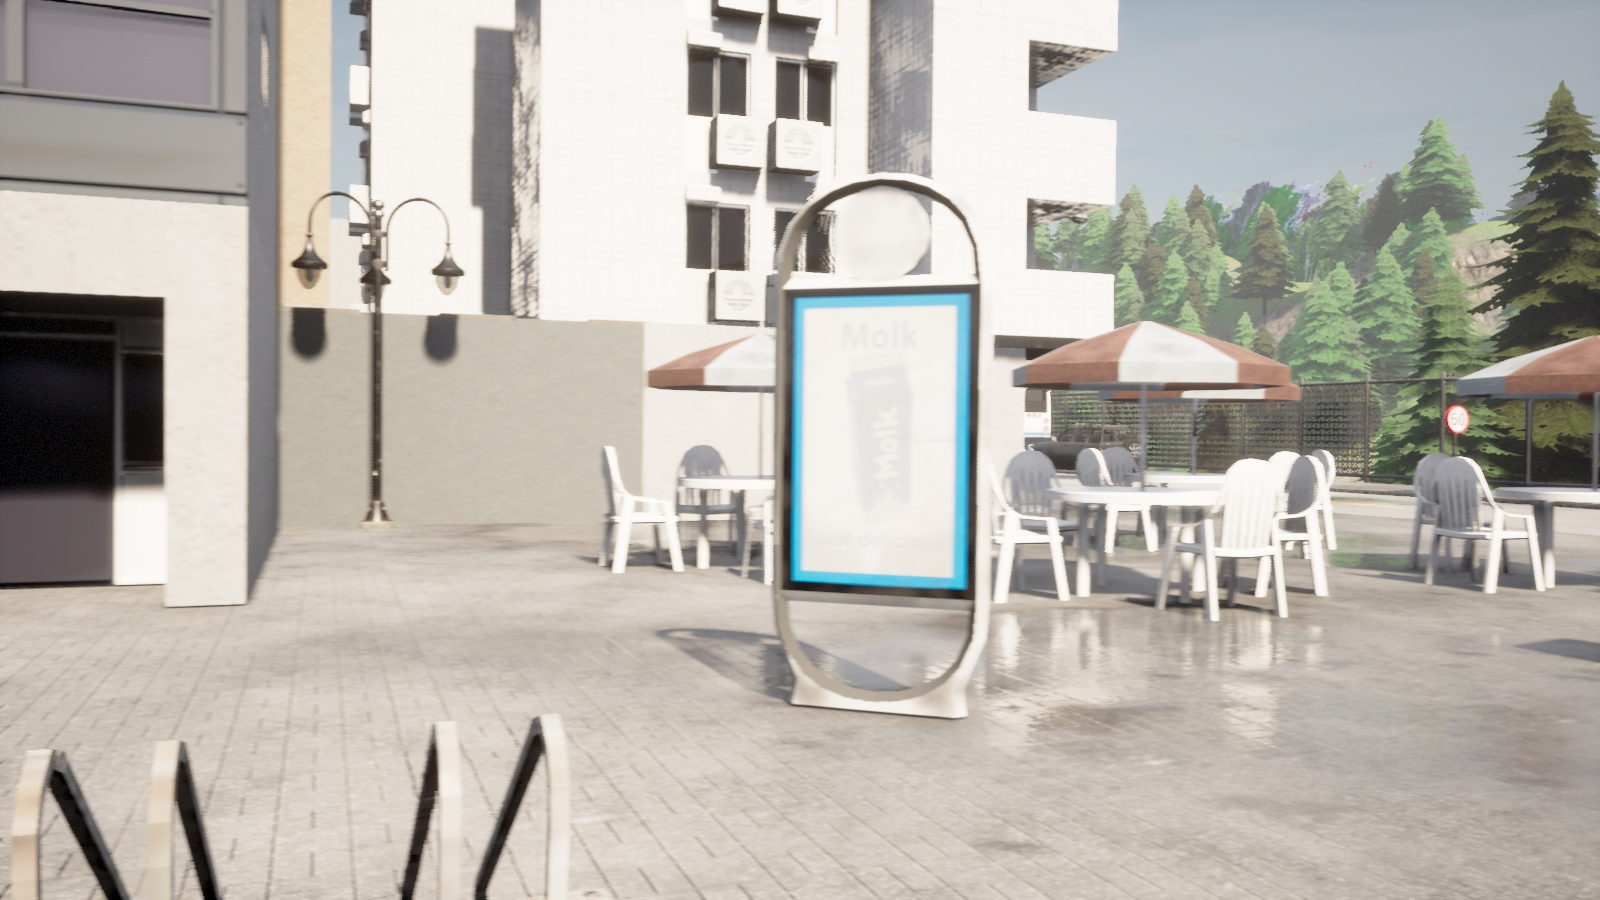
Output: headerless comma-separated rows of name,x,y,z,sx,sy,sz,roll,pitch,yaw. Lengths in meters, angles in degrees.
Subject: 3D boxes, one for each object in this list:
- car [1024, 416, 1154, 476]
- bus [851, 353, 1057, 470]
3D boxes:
car,9.508,-0.167,41.701,1.932,1.855,4.605,-1,1,-21
bus,5.934,-1.474,51.063,3.944,4.253,10.273,-1,1,-21
